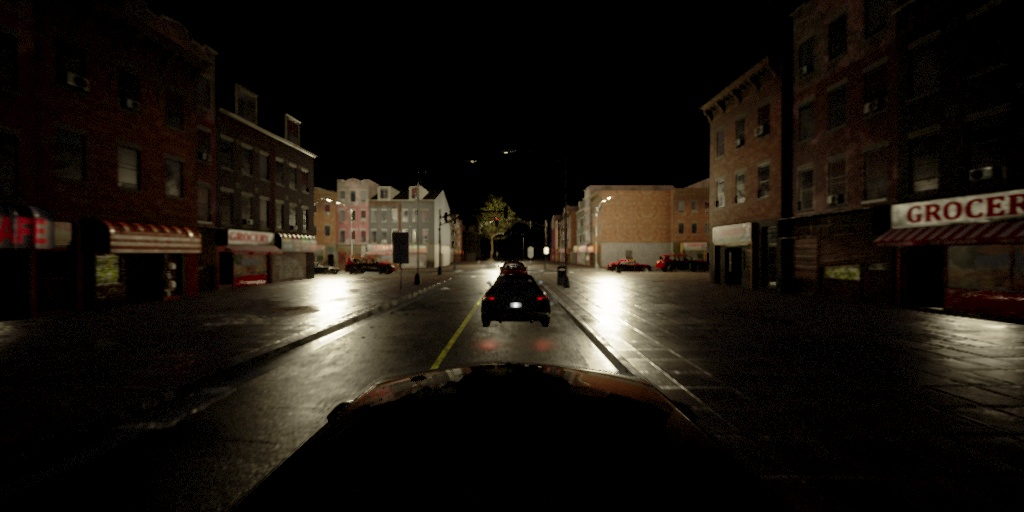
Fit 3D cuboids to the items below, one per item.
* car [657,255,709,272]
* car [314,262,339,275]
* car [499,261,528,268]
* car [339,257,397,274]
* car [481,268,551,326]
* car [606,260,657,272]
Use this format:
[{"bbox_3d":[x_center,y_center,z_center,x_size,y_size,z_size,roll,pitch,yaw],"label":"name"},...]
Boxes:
[{"bbox_3d":[17.382,0.772,36.780,5.009,1.841,2.192,0,0,0],"label":"car"},{"bbox_3d":[-19.886,1.297,36.714,4.313,1.339,1.948,0,0,0],"label":"car"},{"bbox_3d":[0.101,1.120,24.652,1.882,1.535,5.008,0,0,0],"label":"car"},{"bbox_3d":[-14.460,1.004,36.724,5.009,1.841,2.192,0,0,0],"label":"car"},{"bbox_3d":[0.101,1.263,11.474,1.994,1.385,4.181,0,0,0],"label":"car"},{"bbox_3d":[11.948,1.041,36.770,4.507,1.381,1.888,0,0,0],"label":"car"}]
